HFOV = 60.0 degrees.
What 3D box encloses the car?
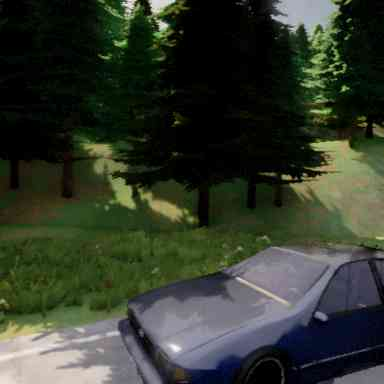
[{"bbox_3d":[1.816,1.457,4.602,5.357,1.411,2.033,1,2,-25],"label":"car"}]
